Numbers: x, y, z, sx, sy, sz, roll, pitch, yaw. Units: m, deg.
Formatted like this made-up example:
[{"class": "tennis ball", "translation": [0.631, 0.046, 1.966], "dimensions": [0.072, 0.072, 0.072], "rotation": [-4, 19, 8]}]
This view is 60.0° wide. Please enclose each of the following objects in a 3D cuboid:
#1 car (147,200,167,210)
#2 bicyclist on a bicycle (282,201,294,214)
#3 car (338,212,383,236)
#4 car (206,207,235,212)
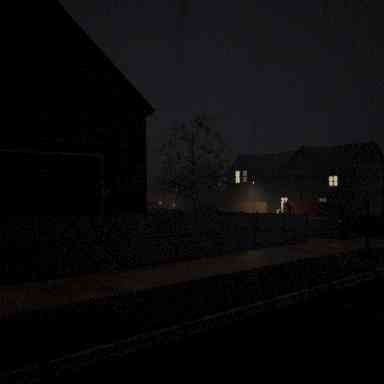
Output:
[{"class": "car", "translation": [-5.062, 2.044, 40.031], "dimensions": [2.150, 2.045, 5.566], "rotation": [-1, 0, -36]}, {"class": "bicyclist on a bicycle", "translation": [8.838, 1.667, 30.682], "dimensions": [1.656, 1.620, 0.582], "rotation": [-1, 0, -36]}, {"class": "car", "translation": [10.230, 1.762, 18.216], "dimensions": [1.994, 1.385, 4.181], "rotation": [-1, -1, -30]}, {"class": "car", "translation": [2.663, 2.037, 29.253], "dimensions": [1.812, 1.442, 4.674], "rotation": [-1, -1, -35]}]
